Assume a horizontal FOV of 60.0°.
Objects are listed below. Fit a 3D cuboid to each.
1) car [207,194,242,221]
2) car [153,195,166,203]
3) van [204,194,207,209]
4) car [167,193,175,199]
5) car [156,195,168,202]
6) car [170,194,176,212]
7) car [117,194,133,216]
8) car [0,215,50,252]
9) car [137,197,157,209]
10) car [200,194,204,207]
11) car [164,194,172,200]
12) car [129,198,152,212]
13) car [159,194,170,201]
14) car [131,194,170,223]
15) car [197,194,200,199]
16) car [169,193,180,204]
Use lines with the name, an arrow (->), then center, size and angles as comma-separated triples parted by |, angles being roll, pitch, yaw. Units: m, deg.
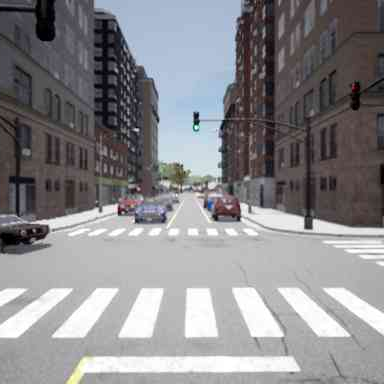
car -> 2.572, 1.182, 25.594 | 2.192, 1.841, 5.009 | 0, 0, 0
car -> -5.704, 1.241, 58.575 | 1.887, 1.381, 4.507 | 0, 0, 0
van -> 2.507, 1.152, 36.601 | 1.690, 1.788, 3.998 | 0, 0, 0
car -> -5.858, 0.965, 91.596 | 1.967, 1.590, 4.097 | 0, 0, 0
car -> -5.730, 1.212, 64.078 | 1.887, 1.381, 4.507 | 0, 0, 0
car -> -3.027, 1.315, 36.647 | 1.837, 1.490, 4.892 | 0, 0, 0
car -> -5.575, 1.154, 31.055 | 2.192, 1.841, 5.009 | 0, 0, 0
car -> -8.279, 1.551, 13.168 | 4.718, 1.301, 1.895 | 0, 0, 11
car -> -5.627, 1.333, 42.064 | 2.008, 1.369, 4.403 | 0, 0, 0
car -> 2.475, 1.097, 42.105 | 2.192, 1.841, 5.009 | 0, 0, 0
car -> -5.807, 1.164, 80.589 | 1.802, 1.307, 4.206 | 0, 0, 0
car -> -5.601, 1.377, 36.560 | 1.947, 1.339, 4.313 | 0, 0, 0
car -> -5.755, 1.190, 69.581 | 2.008, 1.369, 4.403 | 0, 0, 0
car -> -2.915, 1.226, 24.252 | 2.097, 1.767, 4.553 | 0, 0, -2
car -> 2.214, 1.078, 86.305 | 1.752, 1.417, 4.829 | 0, 0, 0
car -> -3.078, 1.280, 54.926 | 1.994, 1.385, 4.181 | 0, 0, 0
